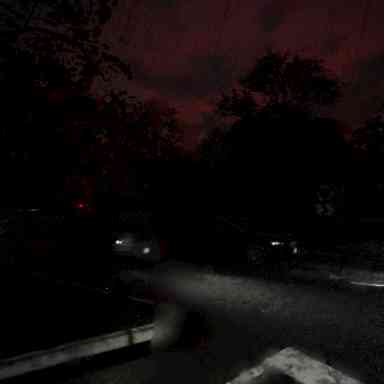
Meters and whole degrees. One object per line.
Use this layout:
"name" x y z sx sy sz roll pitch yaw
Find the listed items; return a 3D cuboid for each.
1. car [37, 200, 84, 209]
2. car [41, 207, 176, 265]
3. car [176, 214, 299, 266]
"car" -15.991 1.633 40.688 5.357 1.411 2.033 2 -1 1
"car" -3.131 1.471 11.627 4.902 1.511 2.128 0 -1 43
"car" 1.324 1.584 12.066 4.902 1.511 2.128 0 -1 36
